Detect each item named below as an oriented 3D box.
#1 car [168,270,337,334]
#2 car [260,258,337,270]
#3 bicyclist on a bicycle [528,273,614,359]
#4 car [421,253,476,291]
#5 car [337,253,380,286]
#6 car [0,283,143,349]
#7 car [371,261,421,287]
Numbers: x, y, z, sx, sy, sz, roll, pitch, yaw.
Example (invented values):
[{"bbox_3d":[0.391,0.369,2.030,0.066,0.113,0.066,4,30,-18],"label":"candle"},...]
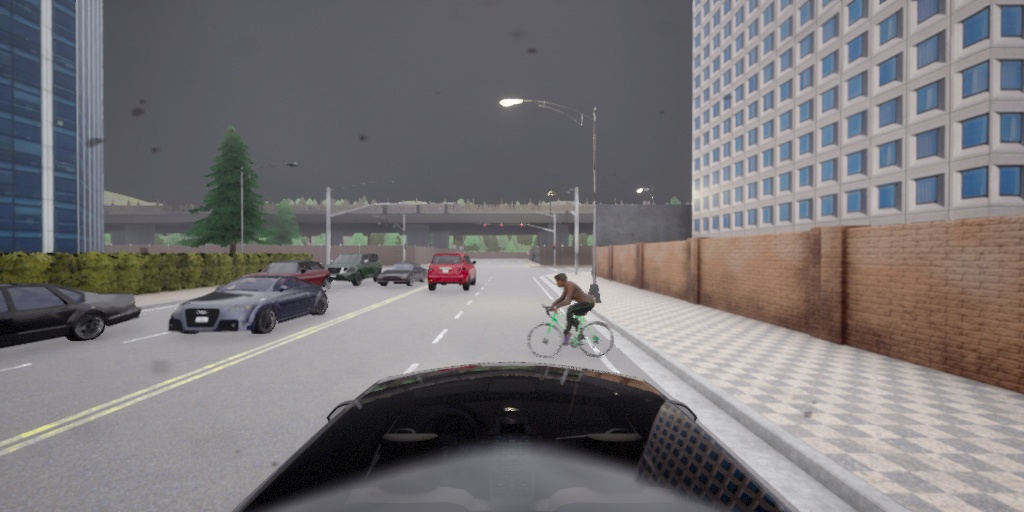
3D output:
[{"bbox_3d":[-7.078,1.255,10.183,1.994,1.385,4.181,0,0,0],"label":"car"},{"bbox_3d":[-10.547,0.995,16.907,2.097,1.767,4.553,0,0,0],"label":"car"},{"bbox_3d":[1.108,1.145,6.829,1.656,1.620,0.582,-2,0,0],"label":"bicyclist on a bicycle"},{"bbox_3d":[-3.367,0.841,20.851,2.150,2.045,5.566,0,0,0],"label":"car"},{"bbox_3d":[-10.461,0.814,23.820,2.150,2.045,5.566,0,0,0],"label":"car"},{"bbox_3d":[-10.593,1.259,6.909,2.033,1.411,5.357,0,0,0],"label":"car"},{"bbox_3d":[-6.965,1.149,23.354,2.033,1.411,5.357,0,0,0],"label":"car"}]
